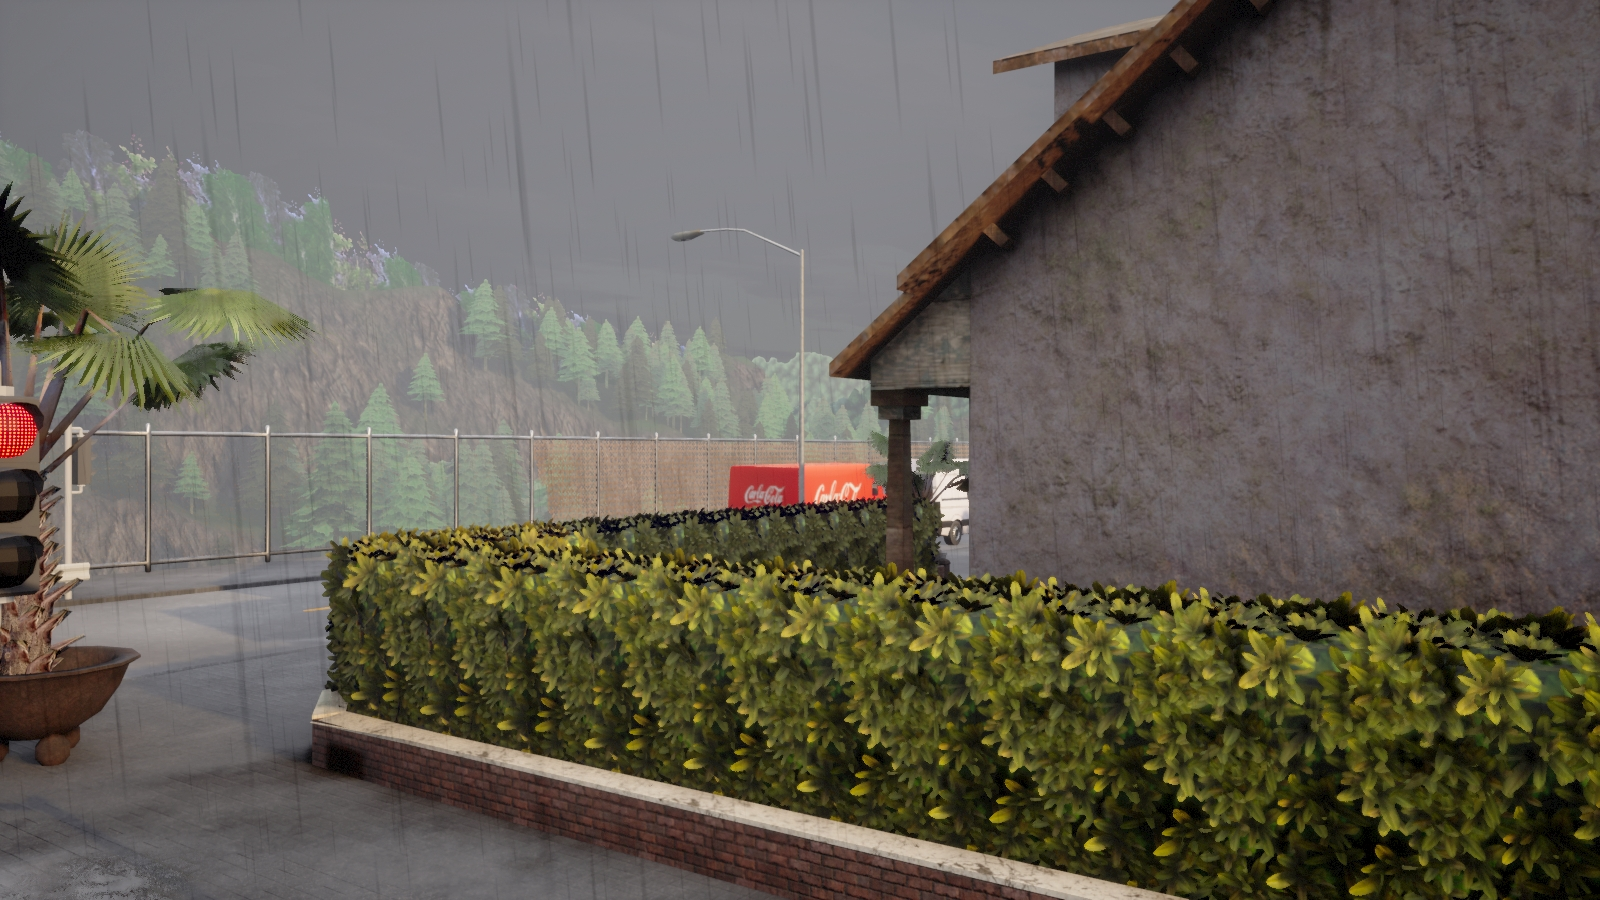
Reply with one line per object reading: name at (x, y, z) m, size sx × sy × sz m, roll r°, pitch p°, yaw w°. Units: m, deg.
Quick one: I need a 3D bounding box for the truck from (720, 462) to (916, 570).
truck at (0.584, 1.568, 29.600) m, size 2.627 × 2.467 × 5.204 m, roll 0°, pitch 0°, yaw 35°
